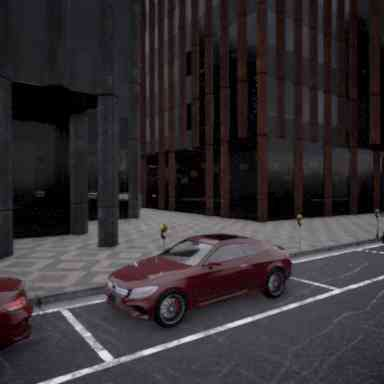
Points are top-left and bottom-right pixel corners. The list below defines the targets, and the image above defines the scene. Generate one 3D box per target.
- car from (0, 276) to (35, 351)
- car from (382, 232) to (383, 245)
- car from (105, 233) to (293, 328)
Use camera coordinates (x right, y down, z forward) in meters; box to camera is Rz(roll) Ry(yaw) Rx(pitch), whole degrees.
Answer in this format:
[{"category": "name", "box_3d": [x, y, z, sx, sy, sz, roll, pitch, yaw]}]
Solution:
[{"category": "car", "box_3d": [-4.095, 1.588, 3.729, 4.206, 1.307, 1.802, 0, 0, -35]}, {"category": "car", "box_3d": [9.238, 1.515, 13.230, 4.206, 1.307, 1.802, 0, 0, -35]}, {"category": "car", "box_3d": [0.349, 1.564, 6.896, 4.206, 1.307, 1.802, 0, 0, -35]}]
